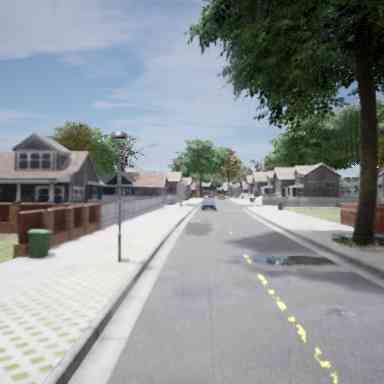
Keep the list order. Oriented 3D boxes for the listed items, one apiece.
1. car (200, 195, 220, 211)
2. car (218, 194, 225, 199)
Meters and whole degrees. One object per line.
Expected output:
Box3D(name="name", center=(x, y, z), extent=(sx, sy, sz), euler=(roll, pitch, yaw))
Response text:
Box3D(name="car", center=(2.058, 1.500, 41.006), extent=(2.033, 1.411, 5.357), euler=(0, 0, 3))
Box3D(name="car", center=(7.867, 1.214, 88.880), extent=(2.033, 1.411, 5.357), euler=(0, 0, 4))
